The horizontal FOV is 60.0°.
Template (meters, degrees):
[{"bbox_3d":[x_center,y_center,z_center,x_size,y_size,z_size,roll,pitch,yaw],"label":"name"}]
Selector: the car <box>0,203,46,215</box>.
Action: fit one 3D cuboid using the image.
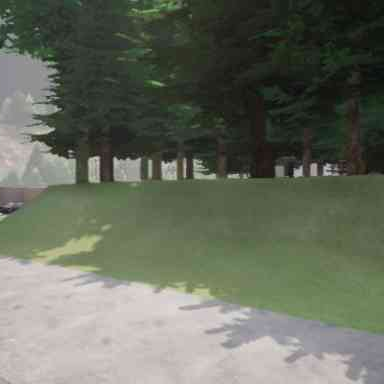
[{"bbox_3d":[-18.598,1.821,36.258,1.895,1.301,4.718,0,0,36],"label":"car"}]
